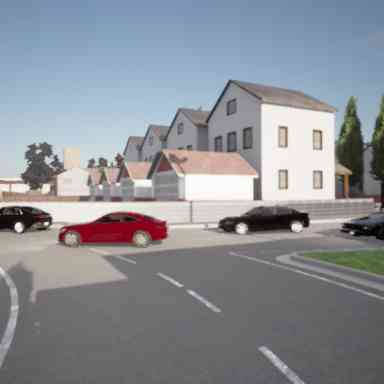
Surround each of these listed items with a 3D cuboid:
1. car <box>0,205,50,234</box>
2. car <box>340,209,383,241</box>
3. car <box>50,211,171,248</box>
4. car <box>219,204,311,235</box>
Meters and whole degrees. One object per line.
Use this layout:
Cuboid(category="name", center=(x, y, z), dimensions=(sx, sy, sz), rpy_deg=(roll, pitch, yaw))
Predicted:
Cuboid(category="car", center=(-10.585, 1.569, 19.662), dimensions=(4.892, 1.490, 1.837), rpy_deg=(-1, 0, 18))
Cuboid(category="car", center=(9.938, 1.488, 16.140), dimensions=(5.357, 1.411, 2.033), rpy_deg=(0, 0, -16))
Cuboid(category="car", center=(-3.256, 1.546, 14.219), dimensions=(4.674, 1.442, 1.812), rpy_deg=(0, 0, 3))
Cuboid(category="car", center=(3.962, 1.455, 18.244), dimensions=(5.008, 1.535, 1.882), rpy_deg=(-1, 0, -11))
